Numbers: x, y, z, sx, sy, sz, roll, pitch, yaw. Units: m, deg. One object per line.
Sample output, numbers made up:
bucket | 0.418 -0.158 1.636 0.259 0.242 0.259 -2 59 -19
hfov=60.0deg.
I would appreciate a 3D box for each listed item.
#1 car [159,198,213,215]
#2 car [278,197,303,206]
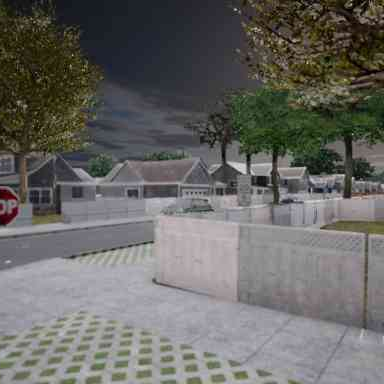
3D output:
car | -0.348 1.241 24.039 2.097 1.767 4.553 0 0 35
car | 12.461 1.351 41.946 1.994 1.385 4.181 0 0 36
